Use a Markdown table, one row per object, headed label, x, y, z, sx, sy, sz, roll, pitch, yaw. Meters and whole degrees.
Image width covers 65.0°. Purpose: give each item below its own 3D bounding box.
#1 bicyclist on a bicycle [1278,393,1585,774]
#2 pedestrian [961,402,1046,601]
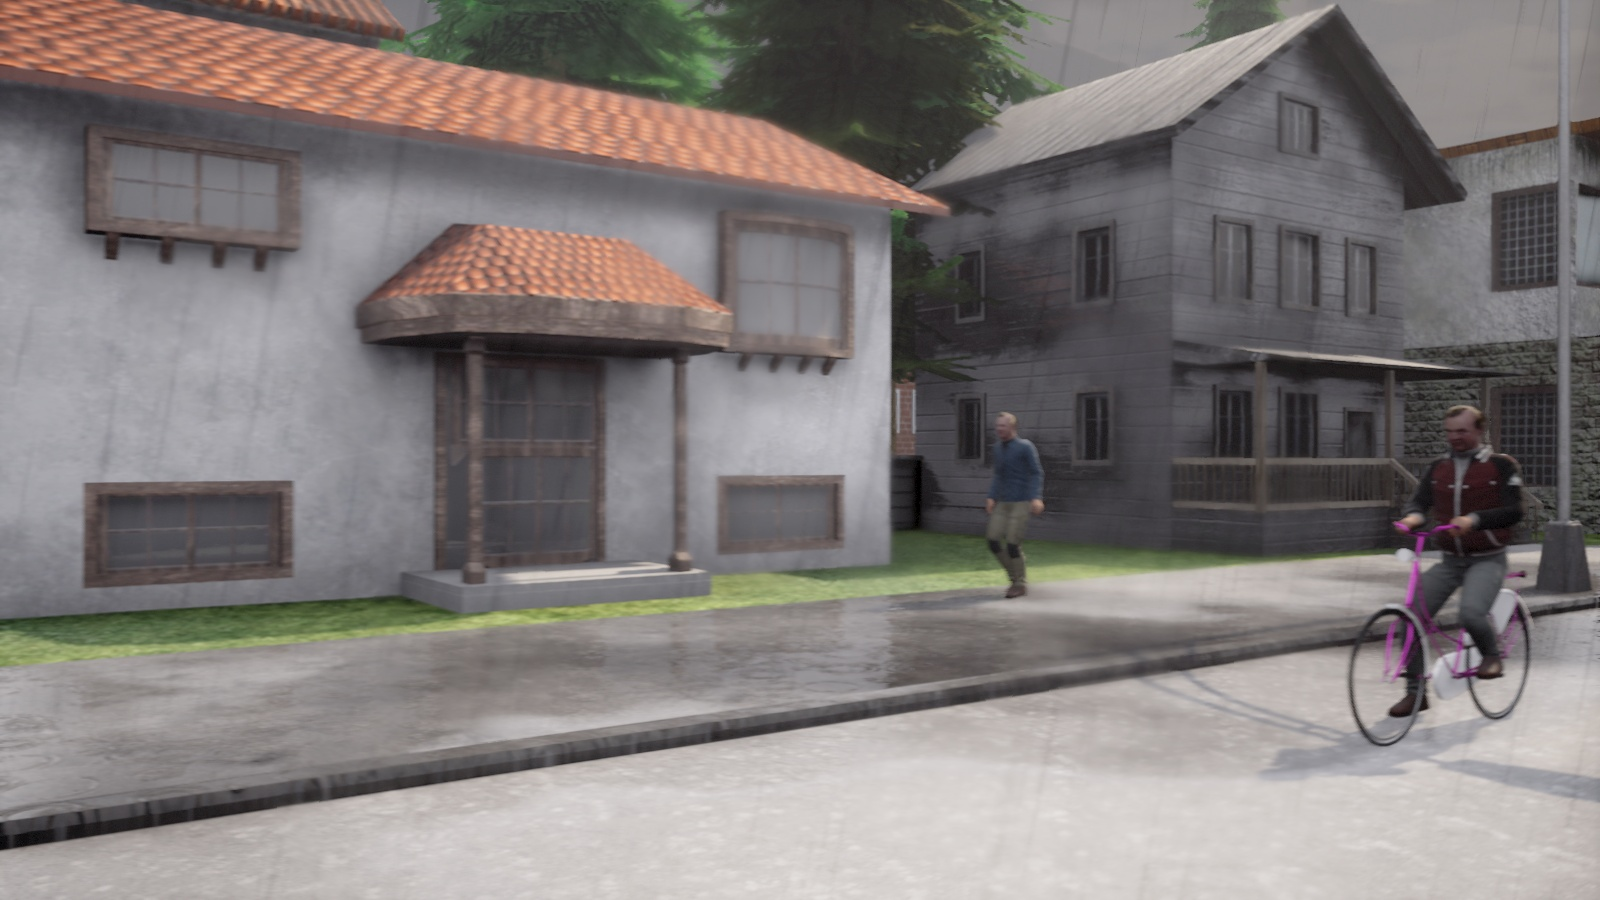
| label | x | y | z | sx | sy | sz | roll | pitch | yaw |
| --- | --- | --- | --- | --- | --- | --- | --- | --- | --- |
| bicyclist on a bicycle | 3.380 | 0.625 | 6.654 | 1.843 | 1.776 | 0.659 | 0 | 0 | -35 |
| pedestrian | 1.946 | 0.480 | 12.005 | 0.726 | 1.842 | 0.402 | 0 | 0 | -35 |
